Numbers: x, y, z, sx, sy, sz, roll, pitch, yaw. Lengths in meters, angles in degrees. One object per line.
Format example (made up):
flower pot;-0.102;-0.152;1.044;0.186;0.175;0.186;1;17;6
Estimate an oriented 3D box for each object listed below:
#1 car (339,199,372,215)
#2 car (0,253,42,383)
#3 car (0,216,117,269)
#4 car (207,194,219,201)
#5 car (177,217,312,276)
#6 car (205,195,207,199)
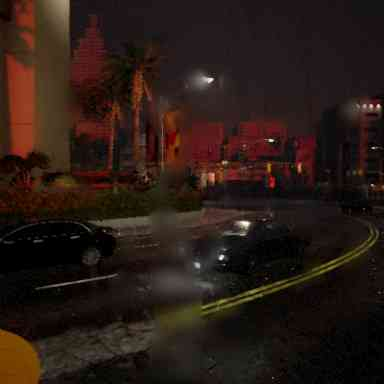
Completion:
car;16.681;1.480;34.117;1.882;1.535;5.008;0;0;7
car;-3.438;1.480;1.585;5.008;1.535;1.882;0;0;-33
car;-4.602;1.510;9.587;4.892;1.490;1.837;0;1;-39
car;5.718;1.504;84.119;2.097;1.535;5.008;0;0;-2
car;1.980;1.550;10.682;2.033;1.411;5.357;0;0;43
car;5.376;1.380;90.536;2.185;1.767;4.553;0;0;-2
